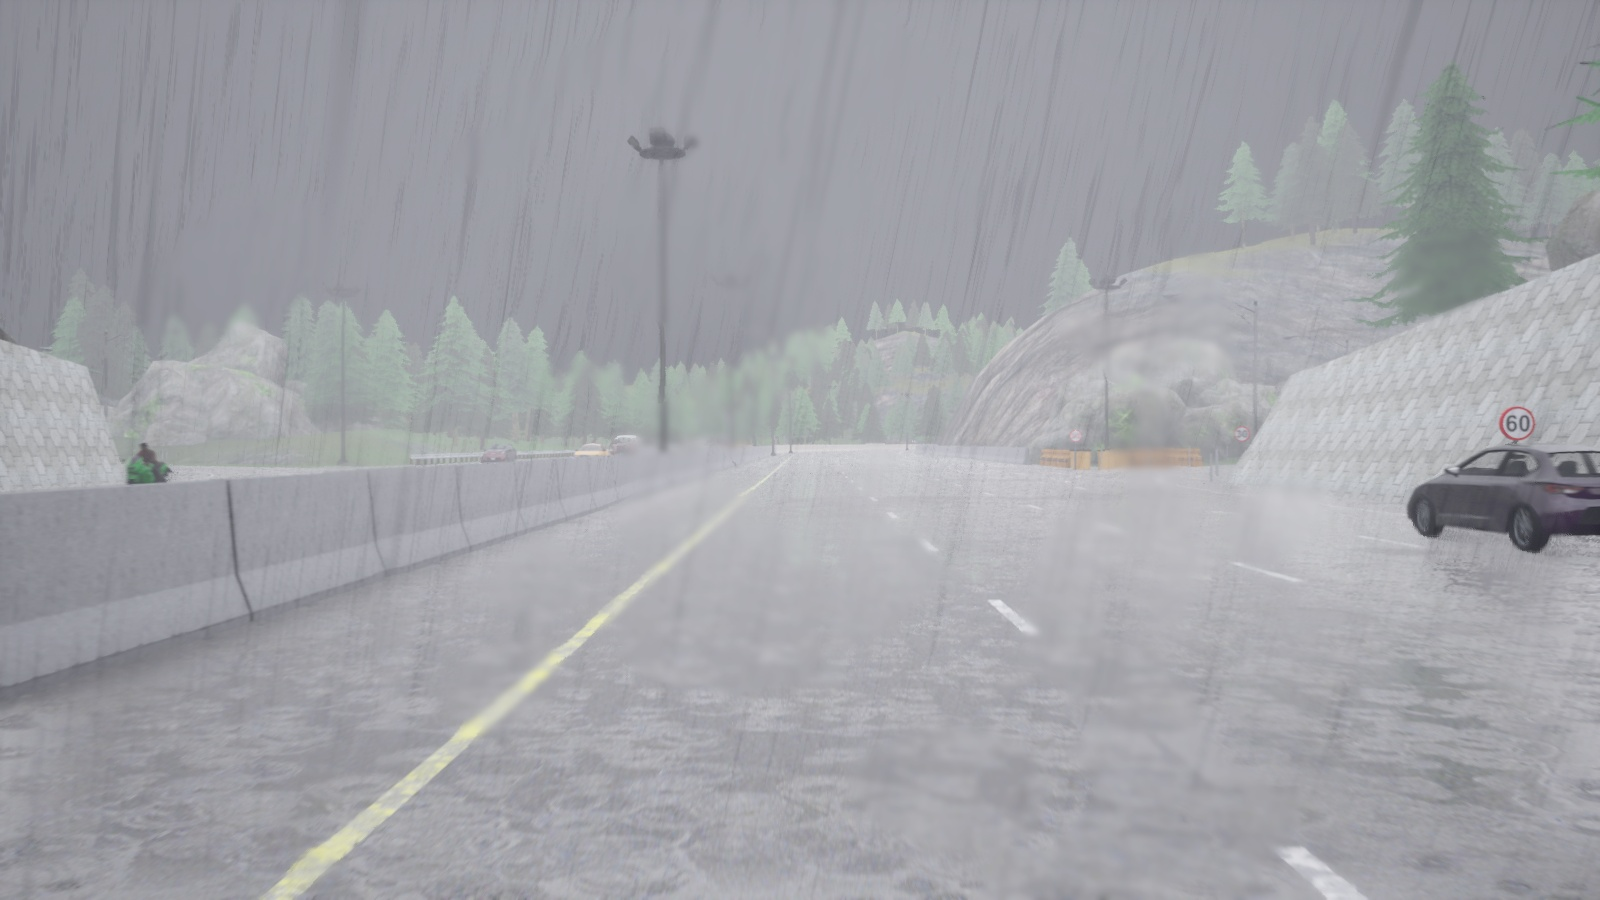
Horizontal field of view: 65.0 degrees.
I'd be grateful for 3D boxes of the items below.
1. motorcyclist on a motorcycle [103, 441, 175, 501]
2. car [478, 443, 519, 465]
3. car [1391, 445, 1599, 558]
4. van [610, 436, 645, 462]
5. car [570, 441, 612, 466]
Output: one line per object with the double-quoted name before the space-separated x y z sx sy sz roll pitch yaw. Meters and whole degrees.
"motorcyclist on a motorcycle" -17.298 0.529 32.920 0.797 1.523 2.044 0 0 0
"car" -20.499 0.262 85.498 1.845 1.501 3.633 0 0 0
"car" 10.621 0.664 18.545 1.816 1.474 4.193 0 0 0
"van" -13.429 -0.092 97.824 2.069 2.038 4.480 0 0 0
"car" -13.521 0.214 81.663 1.801 1.575 5.366 0 0 0
